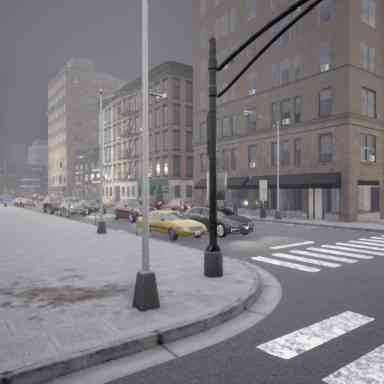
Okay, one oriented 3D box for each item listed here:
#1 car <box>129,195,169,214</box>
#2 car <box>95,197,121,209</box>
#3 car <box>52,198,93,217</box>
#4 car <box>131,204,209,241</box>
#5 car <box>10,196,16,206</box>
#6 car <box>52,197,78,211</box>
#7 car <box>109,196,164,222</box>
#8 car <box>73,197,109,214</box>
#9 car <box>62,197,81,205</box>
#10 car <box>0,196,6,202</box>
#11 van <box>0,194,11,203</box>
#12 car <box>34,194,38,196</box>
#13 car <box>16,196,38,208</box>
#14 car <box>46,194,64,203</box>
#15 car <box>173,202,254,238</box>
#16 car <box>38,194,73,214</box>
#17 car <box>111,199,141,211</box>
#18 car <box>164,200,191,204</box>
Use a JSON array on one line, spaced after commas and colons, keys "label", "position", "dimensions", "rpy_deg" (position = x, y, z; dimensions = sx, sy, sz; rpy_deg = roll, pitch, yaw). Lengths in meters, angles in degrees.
[{"label": "car", "position": [-4.705, 1.289, 35.750], "dimensions": [2.192, 1.841, 5.009], "rpy_deg": [0, 0, -36]}, {"label": "car", "position": [-11.443, 1.498, 45.061], "dimensions": [1.752, 1.417, 4.829], "rpy_deg": [0, 0, -36]}, {"label": "car", "position": [-11.204, 1.565, 31.045], "dimensions": [2.008, 1.369, 4.403], "rpy_deg": [0, 0, -36]}, {"label": "car", "position": [-1.145, 1.543, 17.148], "dimensions": [1.752, 1.417, 4.829], "rpy_deg": [0, 0, -36]}, {"label": "car", "position": [-27.705, 1.534, 53.839], "dimensions": [1.752, 1.417, 4.829], "rpy_deg": [0, 0, -36]}, {"label": "car", "position": [-16.378, 1.477, 42.613], "dimensions": [1.882, 1.535, 5.008], "rpy_deg": [0, 0, -36]}, {"label": "car", "position": [-4.450, 1.355, 26.041], "dimensions": [2.097, 1.767, 4.553], "rpy_deg": [0, 0, -36]}, {"label": "car", "position": [-10.364, 1.506, 34.228], "dimensions": [1.837, 1.490, 4.892], "rpy_deg": [0, 0, -36]}, {"label": "car", "position": [-21.304, 1.520, 58.682], "dimensions": [2.008, 1.369, 4.403], "rpy_deg": [0, 0, -36]}, {"label": "car", "position": [-44.404, 1.557, 76.909], "dimensions": [2.008, 1.369, 4.403], "rpy_deg": [0, 0, -36]}, {"label": "van", "position": [-37.765, 1.349, 67.735], "dimensions": [1.690, 1.788, 3.998], "rpy_deg": [0, 0, -36]}, {"label": "car", "position": [-34.583, 1.533, 77.028], "dimensions": [1.947, 1.339, 4.313], "rpy_deg": [0, 0, -36]}, {"label": "car", "position": [-24.484, 1.592, 49.391], "dimensions": [1.802, 1.307, 4.206], "rpy_deg": [0, 0, -36]}, {"label": "car", "position": [-27.944, 1.283, 67.854], "dimensions": [2.192, 1.841, 5.009], "rpy_deg": [0, 0, -36]}, {"label": "car", "position": [1.224, 1.510, 18.186], "dimensions": [1.837, 1.490, 4.892], "rpy_deg": [0, 0, -37]}, {"label": "car", "position": [-14.525, 1.328, 35.631], "dimensions": [2.192, 1.841, 5.009], "rpy_deg": [0, 0, -36]}, {"label": "car", "position": [-8.024, 1.539, 40.337], "dimensions": [1.947, 1.339, 4.313], "rpy_deg": [0, 0, -36]}, {"label": "car", "position": [-1.384, 1.416, 31.163], "dimensions": [1.967, 1.590, 4.097], "rpy_deg": [0, 0, -36]}]
